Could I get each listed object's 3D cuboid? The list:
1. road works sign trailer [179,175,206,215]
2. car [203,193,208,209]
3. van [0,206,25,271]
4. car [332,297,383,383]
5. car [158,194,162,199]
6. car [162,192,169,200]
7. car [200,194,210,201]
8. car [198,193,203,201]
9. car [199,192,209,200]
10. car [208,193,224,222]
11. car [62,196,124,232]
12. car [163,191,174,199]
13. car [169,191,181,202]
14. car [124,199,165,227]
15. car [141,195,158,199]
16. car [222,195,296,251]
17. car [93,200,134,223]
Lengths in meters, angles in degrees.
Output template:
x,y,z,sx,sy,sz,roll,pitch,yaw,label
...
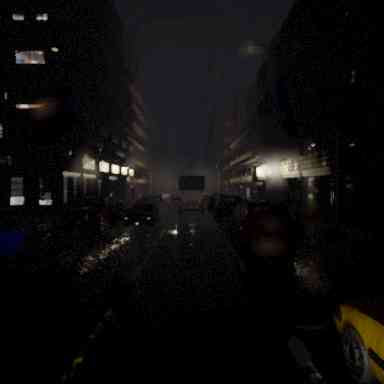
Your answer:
x,y,z,sx,sy,sz,roll,pitch,yaw,label
-0.011,0.239,30.580,2.380,3.560,2.880,0,0,1,road works sign trailer
2.660,1.050,35.942,2.192,1.841,5.009,-1,0,0,car
-5.674,1.282,7.957,1.690,1.788,3.998,-1,0,0,van
2.678,1.506,2.502,1.752,1.417,4.829,-1,0,0,car
-5.722,1.236,47.172,1.802,1.307,4.206,-1,0,0,car
-5.727,1.123,58.377,2.008,1.369,4.403,-1,0,0,car
2.648,1.057,69.555,1.947,1.339,4.313,-1,0,0,car
2.650,1.056,64.123,1.752,1.417,4.829,-1,0,0,car
2.643,0.891,75.156,1.967,1.590,4.097,-1,0,0,car
2.665,1.132,24.738,2.192,1.841,5.009,-1,0,0,car
-5.703,1.173,19.161,2.192,1.841,5.009,-1,0,0,car
-5.741,0.725,80.782,2.192,1.841,5.009,-1,0,0,car
-3.057,1.067,62.548,1.812,1.442,4.674,0,0,1,car
-3.111,1.388,21.500,2.033,1.411,5.357,0,0,0,car
-5.720,1.276,41.571,1.802,1.307,4.206,-1,0,0,car
2.670,1.215,13.534,2.192,1.841,5.009,-1,0,0,car
-5.719,1.368,24.765,2.008,1.369,4.403,-1,0,0,car
